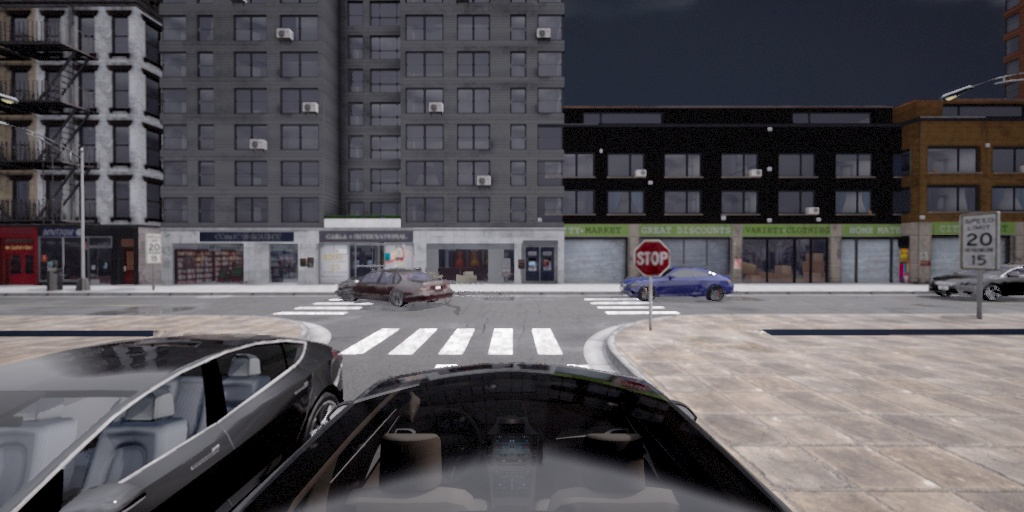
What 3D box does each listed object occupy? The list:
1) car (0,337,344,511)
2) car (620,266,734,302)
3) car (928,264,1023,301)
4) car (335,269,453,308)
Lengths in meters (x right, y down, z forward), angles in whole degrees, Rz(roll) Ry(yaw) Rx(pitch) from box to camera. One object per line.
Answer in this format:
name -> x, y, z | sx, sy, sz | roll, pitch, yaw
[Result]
car -> -2.637, 1.313, 2.155 | 1.948, 1.339, 4.313 | 0, 0, 0
car -> 7.127, 1.179, 15.673 | 4.674, 1.442, 1.812 | 0, 0, 0
car -> 21.269, 1.118, 15.646 | 4.902, 1.511, 2.128 | 0, 0, 0
car -> -4.955, 1.235, 14.810 | 5.357, 1.411, 2.033 | 0, 0, 31
